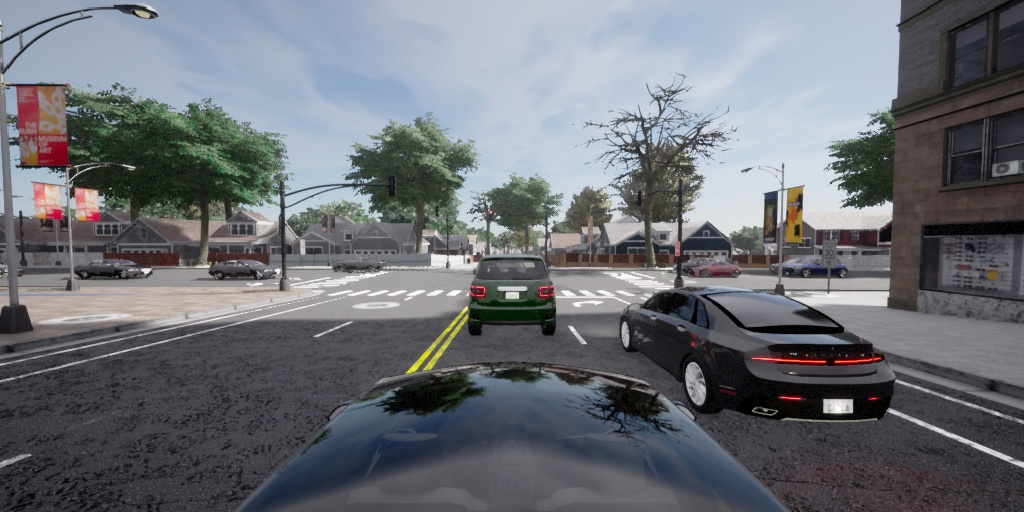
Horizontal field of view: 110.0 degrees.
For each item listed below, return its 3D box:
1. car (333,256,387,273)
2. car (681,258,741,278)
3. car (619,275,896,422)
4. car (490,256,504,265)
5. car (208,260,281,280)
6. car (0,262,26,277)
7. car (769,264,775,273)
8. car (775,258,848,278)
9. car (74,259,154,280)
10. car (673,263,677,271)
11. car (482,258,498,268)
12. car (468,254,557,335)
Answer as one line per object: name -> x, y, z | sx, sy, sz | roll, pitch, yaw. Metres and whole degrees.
car -> -14.584, 0.791, 34.433 | 4.902, 1.511, 2.128 | 0, 2, -2
car -> 17.331, 1.110, 30.945 | 4.181, 1.385, 1.994 | 0, 2, 0
car -> 3.259, 1.251, 6.000 | 1.837, 1.490, 4.892 | 0, 0, 0
car -> -2.709, 0.757, 64.867 | 2.128, 1.511, 4.902 | 0, 0, 1
car -> -20.534, 1.035, 27.683 | 4.902, 1.511, 2.128 | 0, 2, -2
car -> -40.937, 1.017, 27.825 | 4.674, 1.442, 1.812 | 0, 2, 0
car -> 27.146, 0.993, 34.147 | 4.674, 1.442, 1.812 | 0, 2, 0
car -> 25.991, 0.940, 30.895 | 4.553, 1.767, 2.097 | 0, 2, 0
car -> -30.709, 1.007, 27.748 | 4.902, 1.511, 2.128 | 0, 2, 0
car -> 17.944, 0.915, 34.190 | 4.902, 1.511, 2.128 | 0, 2, 1
car -> -2.976, 0.926, 49.006 | 1.895, 1.301, 4.718 | 0, 0, 1
car -> -0.011, 0.968, 10.615 | 2.150, 2.045, 5.566 | 0, 0, 0
